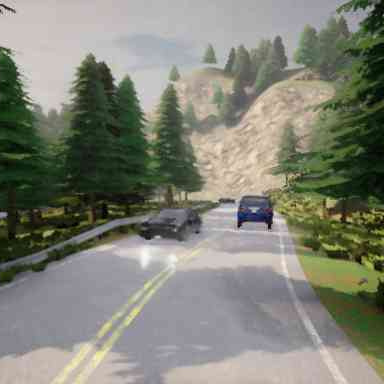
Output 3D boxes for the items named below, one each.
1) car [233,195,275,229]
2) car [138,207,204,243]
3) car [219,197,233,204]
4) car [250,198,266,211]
[{"bbox_3d":[4.302,1.211,22.295,2.150,2.045,5.566,2,0,13],"label":"car"},{"bbox_3d":[-0.744,1.451,16.097,2.033,1.411,5.357,2,0,14],"label":"car"},{"bbox_3d":[6.169,1.468,58.402,1.895,1.301,4.718,0,0,-9],"label":"car"},{"bbox_3d":[8.212,1.475,41.411,1.812,1.442,4.674,1,0,10],"label":"car"}]
